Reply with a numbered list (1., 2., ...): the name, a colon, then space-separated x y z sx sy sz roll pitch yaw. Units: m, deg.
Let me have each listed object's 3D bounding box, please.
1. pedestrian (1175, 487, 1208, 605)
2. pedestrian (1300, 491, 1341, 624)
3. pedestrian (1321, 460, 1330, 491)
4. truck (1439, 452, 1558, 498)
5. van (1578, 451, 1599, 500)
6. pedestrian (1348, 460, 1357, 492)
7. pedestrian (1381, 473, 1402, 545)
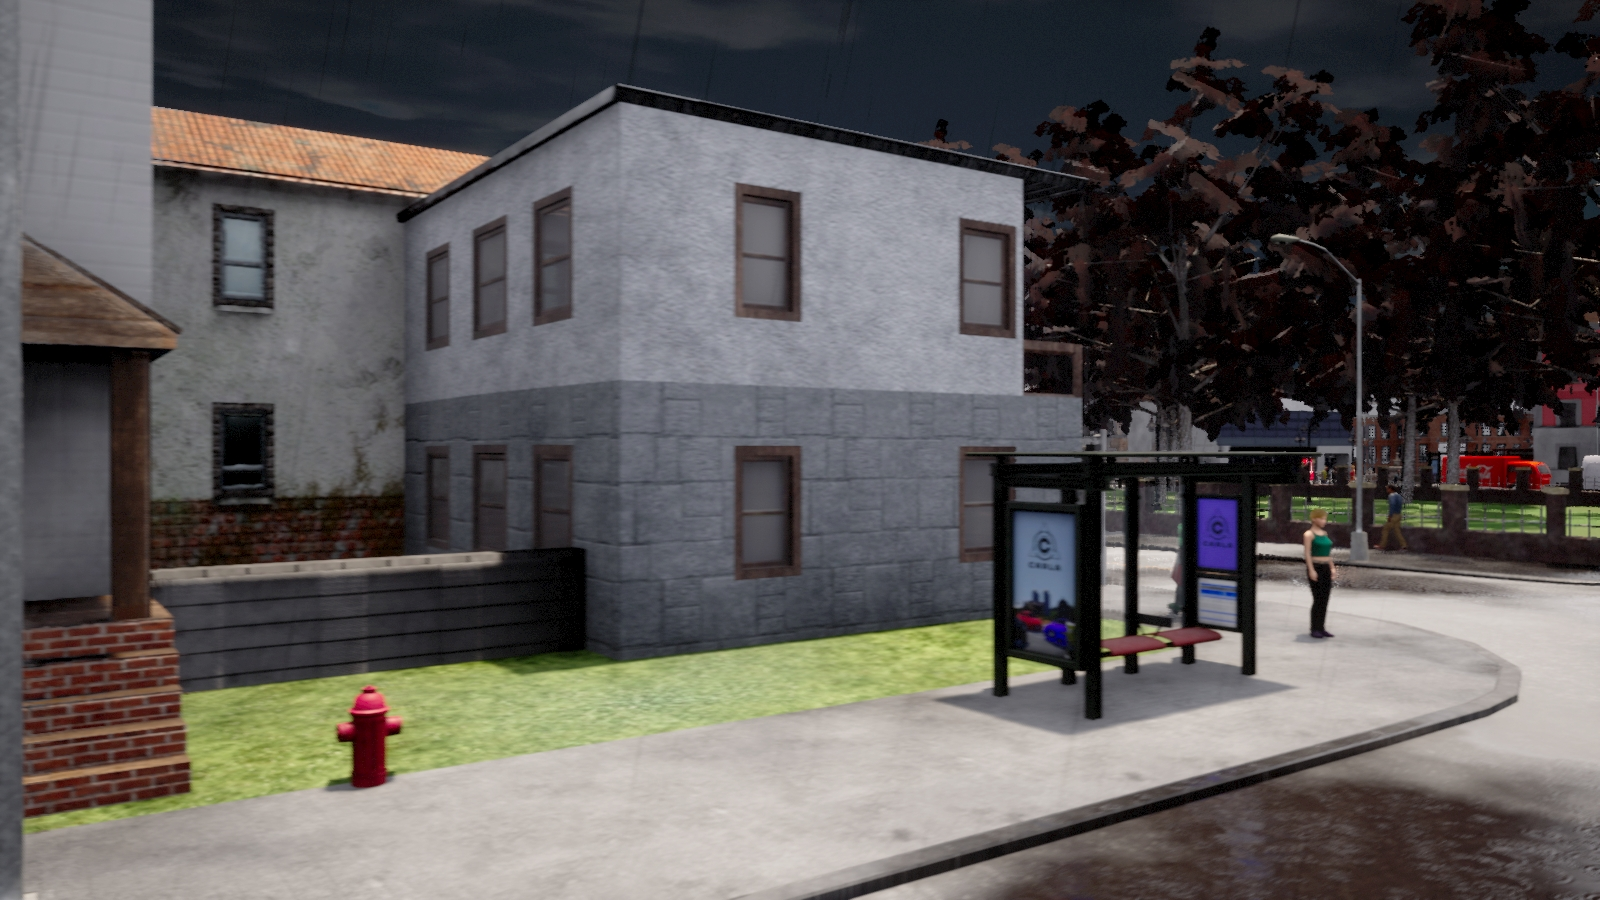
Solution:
1. pedestrian: 6.250 1.520 18.253 0.375 1.860 0.375 0 0 -5
2. pedestrian: 7.421 1.521 16.288 0.375 1.860 0.375 0 0 -20
3. pedestrian: 31.514 1.541 68.532 0.375 1.860 0.375 0 0 -34
4. truck: 39.744 1.366 65.113 2.627 2.467 5.204 0 0 -35
5. van: 43.988 1.333 59.086 1.988 2.561 5.915 0 0 -35
6. pedestrian: 32.521 1.540 67.194 0.375 1.860 0.375 0 0 8
7. pedestrian: 15.556 1.534 30.045 0.375 1.860 0.375 0 0 -36
